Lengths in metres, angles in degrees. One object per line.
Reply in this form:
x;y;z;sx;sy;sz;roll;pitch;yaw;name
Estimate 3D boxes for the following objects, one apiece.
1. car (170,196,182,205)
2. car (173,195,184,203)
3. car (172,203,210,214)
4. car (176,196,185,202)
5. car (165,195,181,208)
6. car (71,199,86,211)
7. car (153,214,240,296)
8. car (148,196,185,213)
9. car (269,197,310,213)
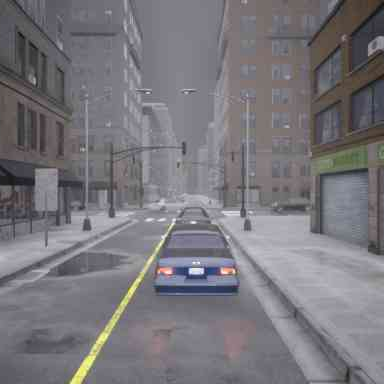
-2.758;1.526;58.567;1.812;1.442;4.674;0;0;0;car
-2.676;1.493;68.570;2.128;1.511;4.902;0;0;0;car
0.086;1.563;19.353;1.994;1.385;4.181;0;0;1;car
-2.654;1.599;78.884;1.895;1.301;4.718;0;0;0;car
-2.810;1.351;49.838;2.097;1.767;4.553;0;0;1;car
-14.697;1.539;39.283;4.313;1.339;1.947;0;0;0;car
0.094;1.547;8.807;2.033;1.411;5.357;0;0;0;car
-2.770;1.522;37.045;4.674;1.442;1.812;0;1;-44;car
10.886;1.353;36.679;4.553;1.767;2.097;0;0;0;car
